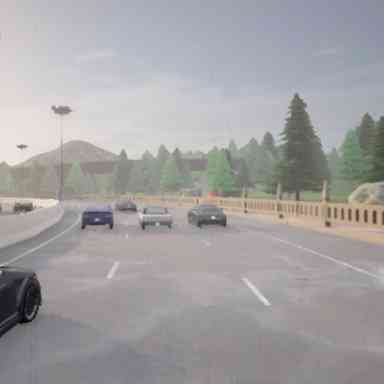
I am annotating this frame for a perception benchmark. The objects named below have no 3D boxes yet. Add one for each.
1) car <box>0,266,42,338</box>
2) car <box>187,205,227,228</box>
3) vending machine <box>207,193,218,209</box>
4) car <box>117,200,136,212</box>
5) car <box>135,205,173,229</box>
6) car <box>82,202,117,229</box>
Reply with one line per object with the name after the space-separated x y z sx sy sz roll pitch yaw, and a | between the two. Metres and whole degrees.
-3.699 1.575 4.476 1.994 1.385 4.181 0 0 -3 | car
0.908 1.544 22.404 1.994 1.385 4.181 0 0 -12 | car
2.643 1.154 43.516 1.100 2.100 0.880 0 0 -22 | vending machine
-7.761 1.565 38.639 1.994 1.385 4.181 0 0 -22 | car
-2.479 1.594 21.741 1.895 1.301 4.718 0 0 -12 | car
-6.168 1.485 22.095 1.882 1.535 5.008 0 0 -13 | car
